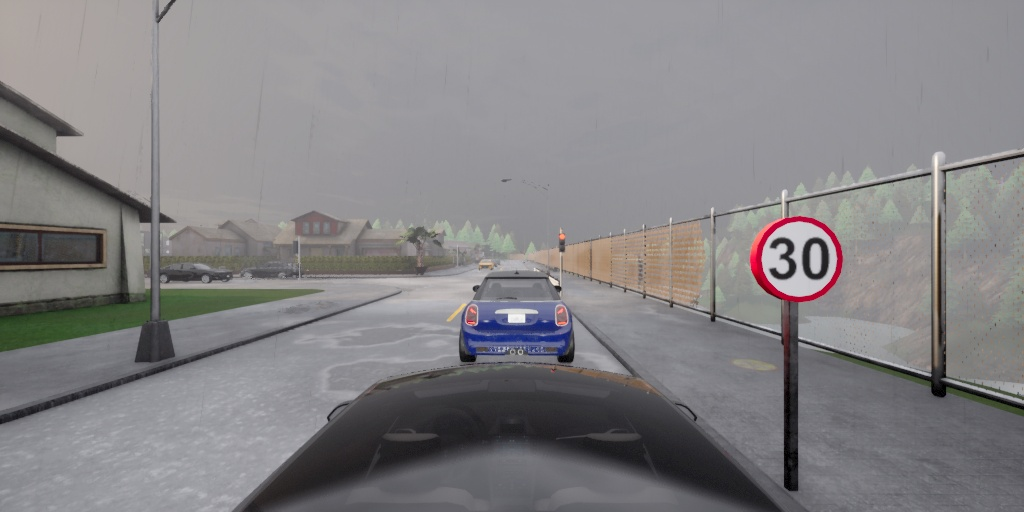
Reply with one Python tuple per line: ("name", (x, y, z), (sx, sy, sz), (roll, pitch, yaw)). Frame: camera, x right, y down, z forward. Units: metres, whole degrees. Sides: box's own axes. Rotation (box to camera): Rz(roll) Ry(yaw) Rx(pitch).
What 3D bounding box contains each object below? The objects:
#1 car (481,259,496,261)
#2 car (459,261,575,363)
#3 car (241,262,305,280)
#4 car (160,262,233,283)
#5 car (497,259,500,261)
("car", (-3.657, 1.228, 51.213), (1.882, 1.535, 5.008), (0, 0, 1))
("car", (0.116, 1.102, 8.344), (2.097, 1.767, 4.553), (0, 0, 1))
("car", (-20.515, 1.255, 30.774), (4.892, 1.490, 1.837), (0, 0, 2))
("car", (-23.615, 1.228, 26.693), (5.008, 1.535, 1.882), (0, 0, 1))
("car", (-3.527, 1.257, 62.539), (1.837, 1.490, 4.892), (0, 0, 1))
